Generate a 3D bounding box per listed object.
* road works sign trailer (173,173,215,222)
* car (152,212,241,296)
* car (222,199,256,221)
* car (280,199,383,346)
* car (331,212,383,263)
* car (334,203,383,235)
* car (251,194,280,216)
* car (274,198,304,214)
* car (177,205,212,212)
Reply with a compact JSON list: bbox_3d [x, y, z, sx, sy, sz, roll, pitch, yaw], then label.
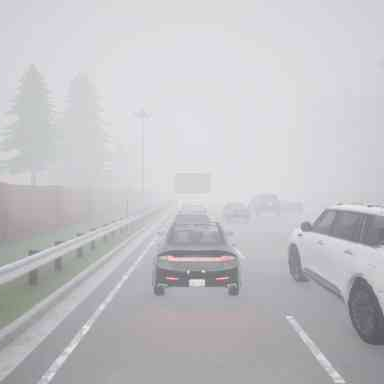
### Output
[{"bbox_3d":[0.057,0.464,23.003,2.380,3.560,2.880,0,0,-2],"label":"road works sign trailer"},{"bbox_3d":[0.094,1.491,8.665,2.128,1.511,4.902,0,0,0],"label":"car"},{"bbox_3d":[3.575,1.547,27.506,2.033,1.411,5.357,0,0,0],"label":"car"},{"bbox_3d":[3.595,1.223,6.486,2.150,2.045,5.566,0,0,0],"label":"car"},{"bbox_3d":[7.092,1.565,12.508,1.994,1.385,4.181,0,0,0],"label":"car"},{"bbox_3d":[10.586,1.492,19.849,2.128,1.511,4.902,0,0,0],"label":"car"},{"bbox_3d":[7.076,1.221,32.777,2.150,2.045,5.566,0,0,0],"label":"car"},{"bbox_3d":[10.574,1.477,36.555,1.882,1.535,5.008,0,0,0],"label":"car"},{"bbox_3d":[0.118,1.474,19.083,1.882,1.535,5.008,0,0,4],"label":"car"}]
